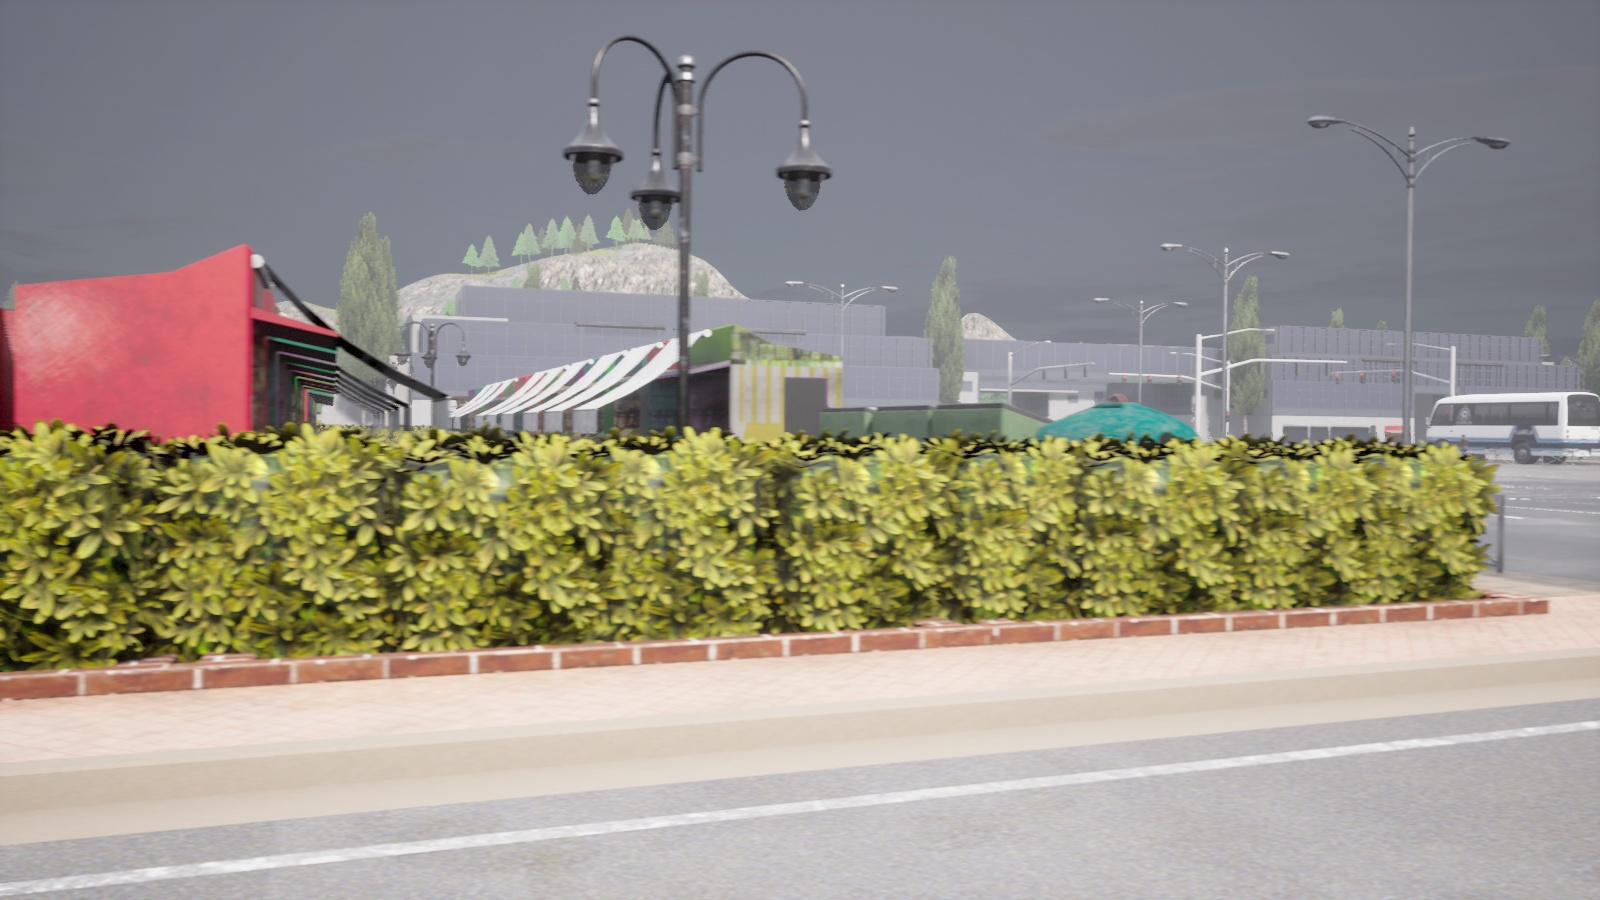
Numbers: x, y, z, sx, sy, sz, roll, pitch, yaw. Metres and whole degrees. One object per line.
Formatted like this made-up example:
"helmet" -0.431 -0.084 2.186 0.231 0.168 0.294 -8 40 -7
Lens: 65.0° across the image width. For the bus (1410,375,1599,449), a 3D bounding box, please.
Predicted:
"bus" 43.252 -2.249 77.333 3.944 4.253 10.273 -1 1 -21
